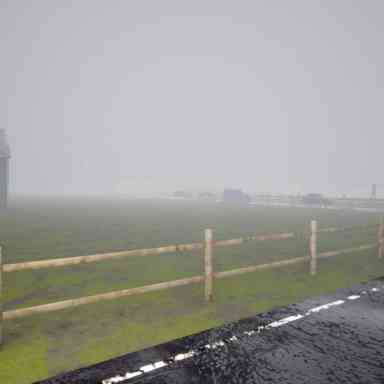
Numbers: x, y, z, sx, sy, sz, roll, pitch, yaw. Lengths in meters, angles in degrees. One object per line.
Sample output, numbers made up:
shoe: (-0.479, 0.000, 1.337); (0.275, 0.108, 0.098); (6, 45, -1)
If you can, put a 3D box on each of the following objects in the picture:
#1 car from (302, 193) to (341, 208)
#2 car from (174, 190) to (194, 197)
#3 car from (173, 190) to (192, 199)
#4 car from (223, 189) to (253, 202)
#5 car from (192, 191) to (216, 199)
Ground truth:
car: (15.878, 0.926, 40.811); (2.097, 1.767, 4.553); (0, 1, -35)
car: (-1.814, 0.362, 71.802); (1.837, 1.490, 4.892); (0, 1, -36)
car: (-1.754, 0.544, 65.691); (1.882, 1.535, 5.008); (0, 1, -36)
car: (7.244, 0.529, 52.930); (2.150, 2.045, 5.566); (0, 1, -35)
car: (2.751, 0.597, 65.460); (1.837, 1.490, 4.892); (0, 1, -35)
